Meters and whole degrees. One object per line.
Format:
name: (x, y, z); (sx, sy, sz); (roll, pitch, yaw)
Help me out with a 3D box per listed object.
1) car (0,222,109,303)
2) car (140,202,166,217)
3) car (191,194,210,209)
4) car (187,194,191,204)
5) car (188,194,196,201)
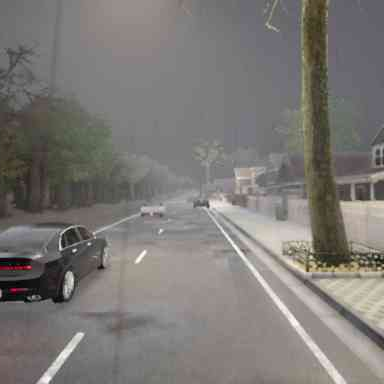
car: (-3.399, 1.486, 8.107); (1.837, 1.490, 4.892); (0, 0, 0)
car: (-3.399, 1.539, 30.098); (1.895, 1.301, 4.718); (0, 0, 0)
car: (1.225, 1.269, 44.269); (2.097, 1.767, 4.553); (0, 0, 0)
car: (0.001, 1.446, 62.962); (2.033, 1.411, 5.357); (0, 0, 0)
car: (0.001, 1.278, 80.298); (2.033, 1.411, 5.357); (0, 0, 0)
